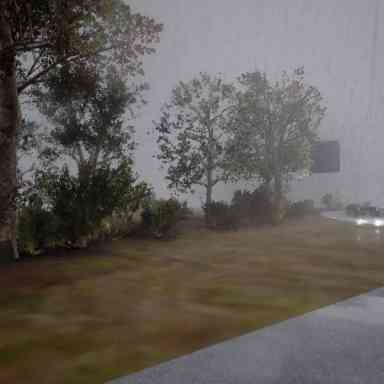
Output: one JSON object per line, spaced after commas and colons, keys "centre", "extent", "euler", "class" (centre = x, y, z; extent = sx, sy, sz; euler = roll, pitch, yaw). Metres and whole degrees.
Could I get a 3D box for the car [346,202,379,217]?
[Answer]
{"centre": [15.787, 1.614, 30.928], "extent": [1.895, 1.301, 4.718], "euler": [0, 0, 14], "class": "car"}
